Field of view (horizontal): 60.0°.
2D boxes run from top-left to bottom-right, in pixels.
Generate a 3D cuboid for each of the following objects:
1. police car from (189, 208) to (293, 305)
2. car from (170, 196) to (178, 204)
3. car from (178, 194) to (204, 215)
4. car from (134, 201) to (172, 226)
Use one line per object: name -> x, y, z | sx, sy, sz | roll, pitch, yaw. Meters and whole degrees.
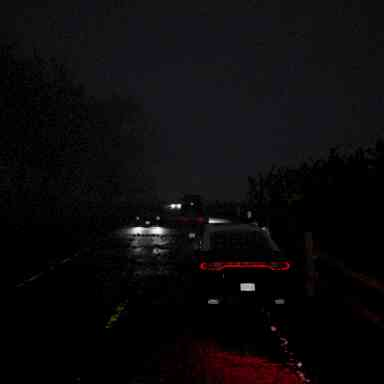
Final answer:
police car -> 0.950, 1.423, 8.281 | 1.930, 1.638, 5.238 | 0, 0, 0
car -> -2.832, 1.485, 60.575 | 2.128, 1.511, 4.902 | 0, 0, 0
car -> 0.017, 1.216, 33.829 | 2.150, 2.045, 5.566 | 0, 0, 0
car -> -2.783, 1.543, 23.519 | 2.033, 1.411, 5.357 | 0, 0, 0
